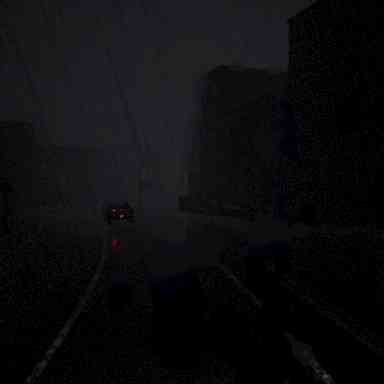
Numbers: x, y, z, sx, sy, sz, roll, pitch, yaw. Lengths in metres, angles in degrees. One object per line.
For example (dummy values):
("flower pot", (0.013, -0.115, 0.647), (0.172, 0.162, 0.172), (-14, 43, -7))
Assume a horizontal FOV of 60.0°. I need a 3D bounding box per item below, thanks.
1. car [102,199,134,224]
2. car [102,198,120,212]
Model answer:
("car", (-5.591, 1.462, 25.036), (2.128, 1.511, 4.902), (-2, 0, -19))
("car", (-9.926, 1.553, 40.943), (1.812, 1.442, 4.674), (-1, 0, -10))
